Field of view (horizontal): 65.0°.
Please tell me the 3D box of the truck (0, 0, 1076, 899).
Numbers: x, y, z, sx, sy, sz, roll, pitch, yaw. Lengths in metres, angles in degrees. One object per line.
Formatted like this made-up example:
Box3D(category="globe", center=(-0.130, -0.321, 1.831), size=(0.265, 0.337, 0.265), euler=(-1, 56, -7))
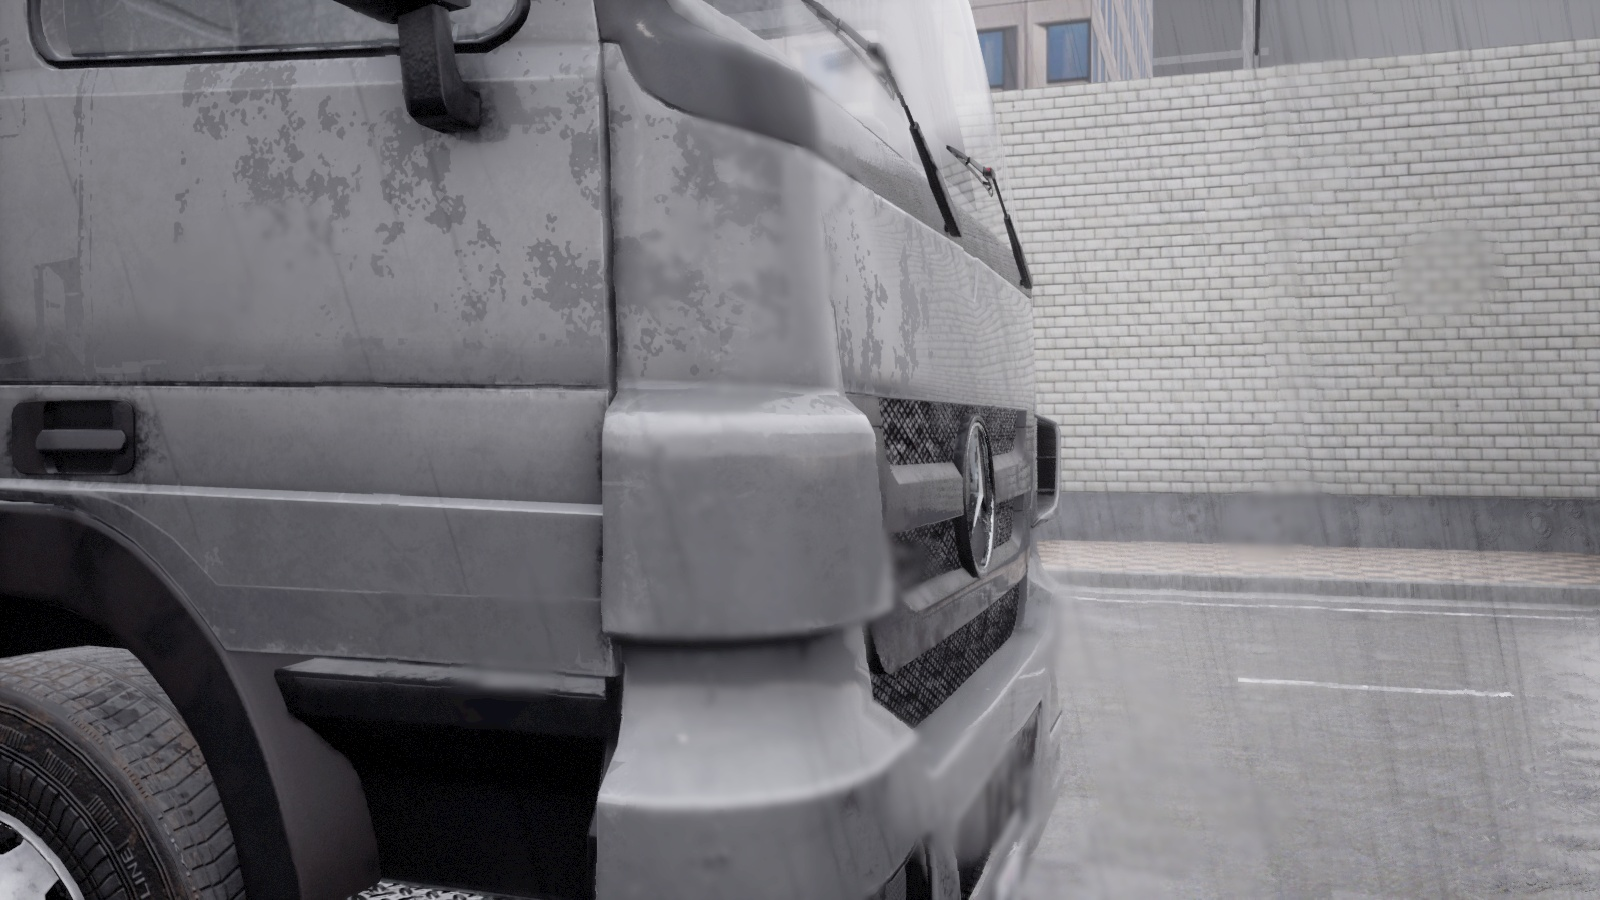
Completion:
Box3D(category="truck", center=(-3.267, -0.236, 4.278), size=(7.936, 3.462, 2.891), euler=(1, 1, 19))
